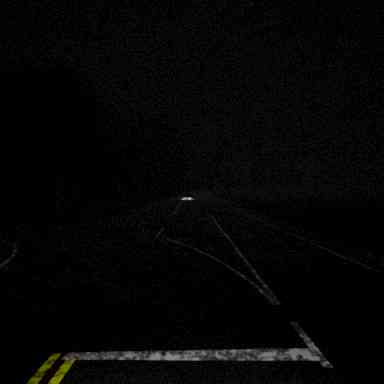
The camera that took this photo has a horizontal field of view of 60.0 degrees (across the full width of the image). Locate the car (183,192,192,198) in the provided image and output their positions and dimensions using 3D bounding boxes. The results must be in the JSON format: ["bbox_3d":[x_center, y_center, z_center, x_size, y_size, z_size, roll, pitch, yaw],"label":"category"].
[{"bbox_3d":[-1.070,0.769,83.890,1.895,1.301,4.718,0,1,7],"label":"car"}]
